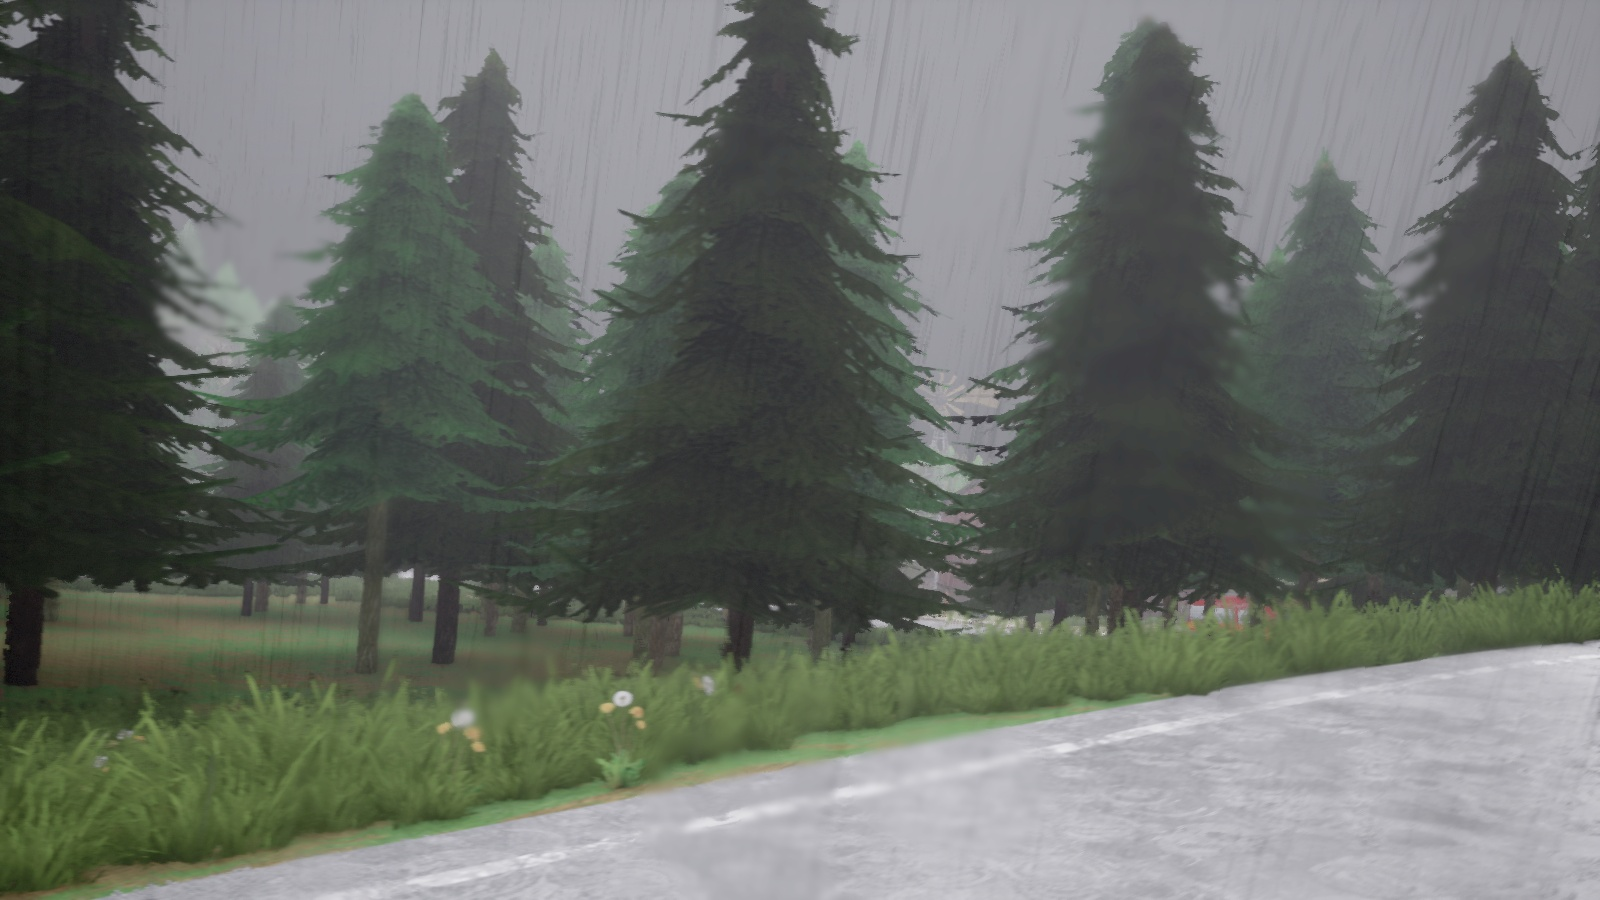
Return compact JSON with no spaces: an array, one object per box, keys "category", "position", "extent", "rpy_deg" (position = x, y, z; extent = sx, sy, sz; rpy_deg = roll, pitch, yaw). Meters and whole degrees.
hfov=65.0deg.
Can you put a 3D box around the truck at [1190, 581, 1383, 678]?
[{"category":"truck","position":[24.017,8.744,62.111],"extent":[8.468,3.827,2.891],"rpy_deg":[2,-3,27]}]
